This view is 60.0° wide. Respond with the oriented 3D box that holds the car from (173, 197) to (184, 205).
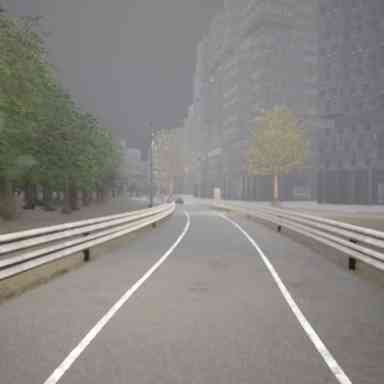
[{"bbox_3d":[-2.923,1.730,65.207,1.837,1.490,4.892,0,0,-15],"label":"car"}]
